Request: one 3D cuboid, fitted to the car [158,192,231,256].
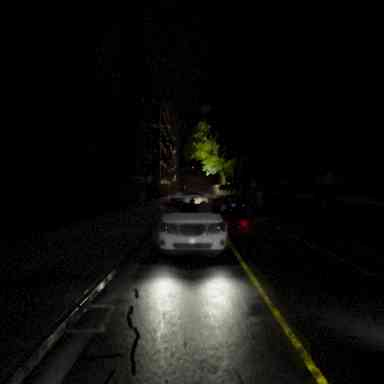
[{"bbox_3d":[0.020,1.047,12.629,2.150,2.045,5.566,0,1,0],"label":"car"}]

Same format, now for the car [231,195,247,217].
[{"bbox_3d":[3.098,0.998,26.897,2.097,1.767,4.553,0,1,1],"label":"car"}]

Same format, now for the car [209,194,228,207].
[{"bbox_3d":[3.110,1.039,40.323,1.994,1.385,4.181,0,1,1],"label":"car"}]
